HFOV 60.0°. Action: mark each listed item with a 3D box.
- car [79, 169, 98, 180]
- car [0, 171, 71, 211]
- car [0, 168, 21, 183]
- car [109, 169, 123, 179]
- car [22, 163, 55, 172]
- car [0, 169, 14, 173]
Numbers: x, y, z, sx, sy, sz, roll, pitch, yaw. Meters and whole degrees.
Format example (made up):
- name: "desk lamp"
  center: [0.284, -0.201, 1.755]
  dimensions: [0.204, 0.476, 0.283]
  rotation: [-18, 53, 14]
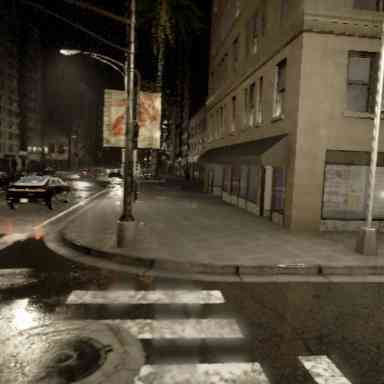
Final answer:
- name: "car"
  center: [-14.494, -2.475, 46.760]
  dimensions: [2.033, 1.411, 5.357]
  rotation: [2, 4, -7]
- name: "car"
  center: [-7.272, -0.046, 16.203]
  dimensions: [2.128, 1.511, 4.902]
  rotation: [2, 4, -7]
- name: "car"
  center: [-19.543, -1.727, 34.332]
  dimensions: [1.994, 1.385, 4.181]
  rotation: [2, 4, -7]
- name: "car"
  center: [-11.945, -2.856, 52.400]
  dimensions: [2.128, 1.511, 4.902]
  rotation: [2, 4, -7]
- name: "car"
  center: [-16.443, -2.064, 35.760]
  dimensions: [2.150, 2.045, 5.566]
  rotation: [2, 4, -7]
- name: "car"
  center: [-15.128, -0.862, 25.125]
  dimensions: [1.895, 1.301, 4.718]
  rotation: [1, 4, -8]
